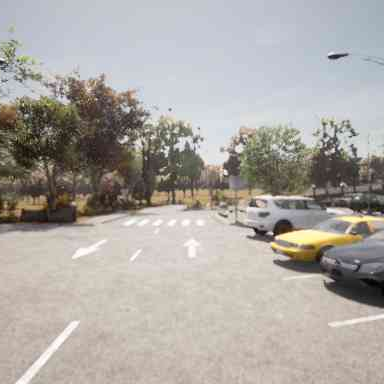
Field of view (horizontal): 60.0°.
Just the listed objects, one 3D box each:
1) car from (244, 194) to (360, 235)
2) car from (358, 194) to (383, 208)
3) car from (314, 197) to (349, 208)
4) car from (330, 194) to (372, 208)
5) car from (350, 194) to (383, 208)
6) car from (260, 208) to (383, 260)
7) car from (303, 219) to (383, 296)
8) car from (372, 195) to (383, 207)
[{"bbox_3d":[5.387,1.248,17.169,5.566,2.045,2.435,1,0,-20],"label":"car"},{"bbox_3d":[18.352,1.271,33.162,2.435,2.045,5.566,0,1,-21],"label":"car"},{"bbox_3d":[20.949,1.571,50.223,2.163,1.488,4.792,0,-1,-21],"label":"car"},{"bbox_3d":[23.972,1.292,50.305,2.435,2.045,5.566,0,-1,-21],"label":"car"},{"bbox_3d":[27.033,1.293,50.342,2.435,2.045,5.566,1,-1,-22],"label":"car"},{"bbox_3d":[5.199,1.489,11.076,5.366,1.575,1.946,1,0,-20],"label":"car"},{"bbox_3d":[5.381,1.532,8.134,4.674,1.452,2.002,1,0,-20],"label":"car"},{"bbox_3d":[30.029,1.421,50.471,2.185,1.767,4.553,1,-1,-22],"label":"car"}]
